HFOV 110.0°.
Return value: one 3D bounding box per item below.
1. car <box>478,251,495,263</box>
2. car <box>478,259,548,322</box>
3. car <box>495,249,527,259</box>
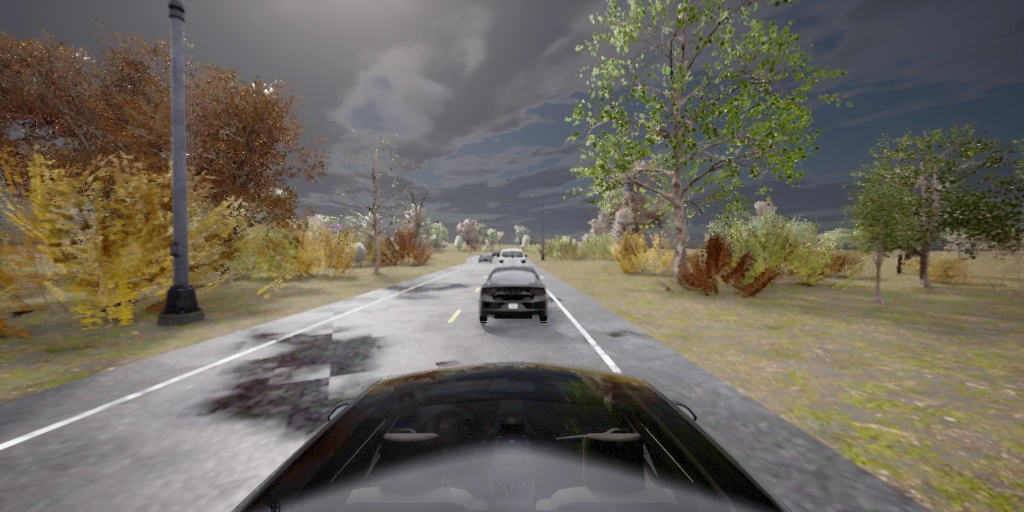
[{"bbox_3d":[-3.958,0.346,53.529,1.994,1.385,4.181,0,1,-3],"label":"car"},{"bbox_3d":[0.058,1.049,11.459,1.882,1.535,5.008,0,1,1],"label":"car"},{"bbox_3d":[0.040,0.487,28.376,2.150,2.045,5.566,0,1,0],"label":"car"}]
